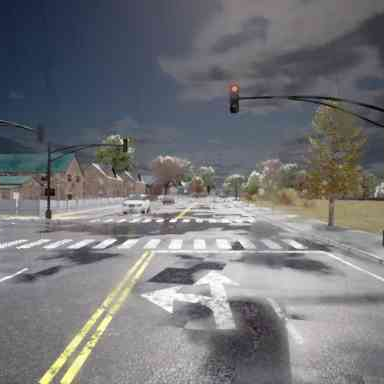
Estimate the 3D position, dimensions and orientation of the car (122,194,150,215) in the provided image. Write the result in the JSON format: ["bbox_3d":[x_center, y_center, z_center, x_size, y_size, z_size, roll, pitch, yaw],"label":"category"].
[{"bbox_3d":[-5.853,1.296,35.504,2.150,2.045,5.566,0,0,2],"label":"car"}]

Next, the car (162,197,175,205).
[{"bbox_3d":[-4.390,1.662,63.418,2.033,1.411,5.357,0,0,4],"label":"car"}]
